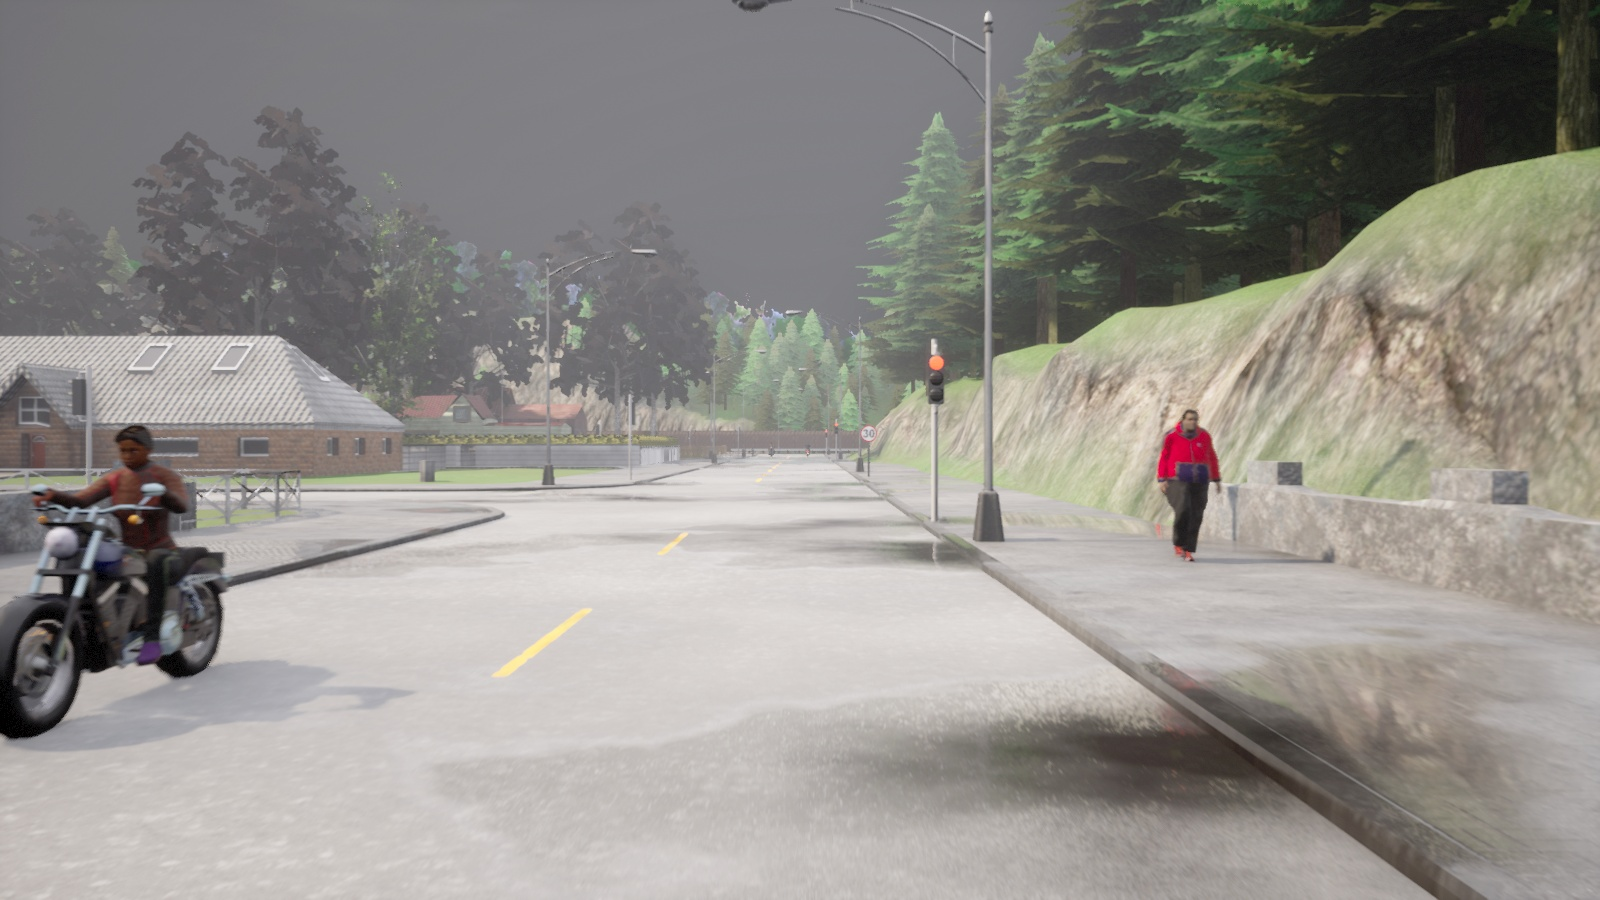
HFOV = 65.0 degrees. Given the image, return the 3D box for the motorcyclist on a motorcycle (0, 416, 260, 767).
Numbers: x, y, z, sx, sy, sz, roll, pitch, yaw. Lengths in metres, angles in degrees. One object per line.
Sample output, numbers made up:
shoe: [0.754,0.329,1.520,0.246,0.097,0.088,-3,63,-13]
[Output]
motorcyclist on a motorcycle: [-3.941,0.654,7.077,0.766,1.649,2.350,0,0,0]

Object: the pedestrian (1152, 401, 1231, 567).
pedestrian: [4.492,0.379,14.449,0.634,1.844,0.899,0,0,1]
